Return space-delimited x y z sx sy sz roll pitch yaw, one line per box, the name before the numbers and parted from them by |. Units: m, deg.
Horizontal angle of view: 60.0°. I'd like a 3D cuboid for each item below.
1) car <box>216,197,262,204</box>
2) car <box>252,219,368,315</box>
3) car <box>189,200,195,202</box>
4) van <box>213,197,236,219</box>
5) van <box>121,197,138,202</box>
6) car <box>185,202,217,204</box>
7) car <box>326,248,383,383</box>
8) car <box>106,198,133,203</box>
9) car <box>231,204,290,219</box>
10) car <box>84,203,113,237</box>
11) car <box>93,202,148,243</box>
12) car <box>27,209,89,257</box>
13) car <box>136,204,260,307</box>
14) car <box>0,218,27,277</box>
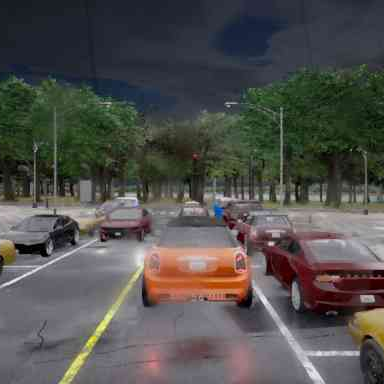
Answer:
car | 2.772 1.317 18.340 2.192 1.841 5.009 0 0 0
car | 2.765 1.545 7.464 1.887 1.381 4.507 0 0 0
car | 0.015 1.460 27.295 1.801 1.575 5.366 0 0 1
van | 2.780 1.346 29.215 1.690 1.788 3.998 0 0 0
van | -5.746 1.346 29.220 1.690 1.788 3.998 0 0 0
car | 0.109 1.493 17.350 2.128 1.511 4.902 0 0 0
car | 2.762 1.525 2.196 1.752 1.417 4.829 0 0 0
car | -5.749 1.443 23.783 1.967 1.590 4.097 0 0 0
car | 2.769 1.441 12.902 1.967 1.590 4.097 0 0 0
car | -5.753 1.527 18.175 1.752 1.417 4.829 0 0 0
car | -3.069 1.479 16.348 1.882 1.535 5.008 0 0 0
car | -5.756 1.567 12.907 1.947 1.339 4.313 0 0 0
car | 0.104 1.352 8.136 2.097 1.767 4.553 0 0 0
car | -5.760 1.525 7.300 1.752 1.417 4.829 0 0 0
